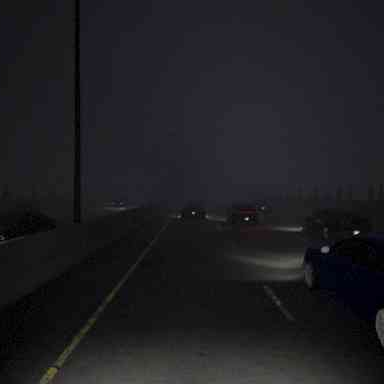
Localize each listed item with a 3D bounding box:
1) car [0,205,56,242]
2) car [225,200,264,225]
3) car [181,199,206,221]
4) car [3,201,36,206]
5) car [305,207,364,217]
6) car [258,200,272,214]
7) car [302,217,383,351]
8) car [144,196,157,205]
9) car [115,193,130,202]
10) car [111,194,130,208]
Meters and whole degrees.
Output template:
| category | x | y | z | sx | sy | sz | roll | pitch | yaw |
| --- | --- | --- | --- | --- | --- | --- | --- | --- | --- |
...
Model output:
| category | x | y | z | sx | sy | sz | roll | pitch | yaw |
| --- | --- | --- | --- | --- | --- | --- | --- | --- | --- |
| car | -7.099 | 1.479 | 13.103 | 1.882 | 1.535 | 5.008 | 0 | 0 | 0 |
| car | 3.601 | 1.508 | 24.216 | 1.837 | 1.490 | 4.892 | 0 | 0 | 0 |
| car | 0.101 | 1.567 | 27.228 | 1.994 | 1.385 | 4.181 | 0 | 0 | 0 |
| car | -14.095 | 1.495 | 26.845 | 2.128 | 1.511 | 4.902 | 0 | 0 | 0 |
| car | 7.101 | 1.507 | 16.772 | 1.837 | 1.490 | 4.892 | 0 | 0 | 0 |
| car | 7.103 | 1.568 | 35.107 | 1.994 | 1.385 | 4.181 | 0 | 0 | 0 |
| car | 3.601 | 1.478 | 5.996 | 1.882 | 1.535 | 5.008 | 0 | 0 | 0 |
| car | -7.047 | 1.498 | 56.563 | 2.128 | 1.511 | 4.902 | 0 | 0 | 0 |
| car | -13.996 | 1.163 | 67.418 | 2.097 | 1.767 | 4.553 | 0 | 0 | 0 |
| car | -10.575 | 1.510 | 49.244 | 1.837 | 1.490 | 4.892 | 0 | 0 | 0 |
